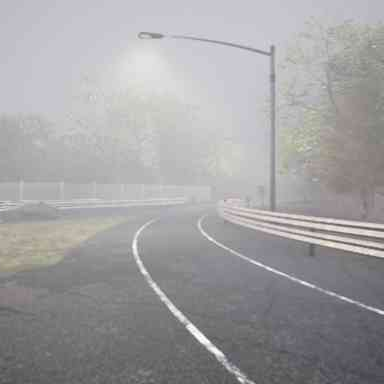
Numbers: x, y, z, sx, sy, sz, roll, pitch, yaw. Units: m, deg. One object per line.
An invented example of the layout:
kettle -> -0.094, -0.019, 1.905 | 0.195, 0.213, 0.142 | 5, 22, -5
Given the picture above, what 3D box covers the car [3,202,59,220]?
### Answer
car -> -13.472, 1.512, 27.992 | 4.181, 1.385, 1.994 | 0, 0, -36
